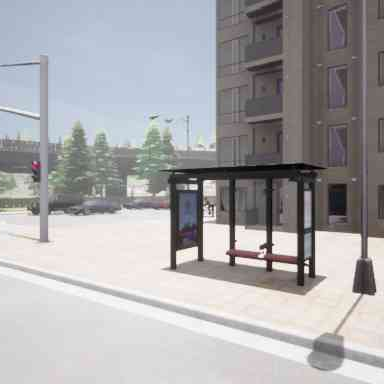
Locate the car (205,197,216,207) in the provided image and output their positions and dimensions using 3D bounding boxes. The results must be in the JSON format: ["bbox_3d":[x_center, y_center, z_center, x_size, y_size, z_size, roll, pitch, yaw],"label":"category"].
[{"bbox_3d":[4.278,1.294,50.157,4.553,1.767,2.097,1,0,-26],"label":"car"}]

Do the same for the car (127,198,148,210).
[{"bbox_3d":[-6.229,1.485,41.863,2.033,1.411,5.357,0,0,40],"label":"car"}]

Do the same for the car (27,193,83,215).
[{"bbox_3d":[-13.250,1.159,32.941,2.150,2.045,5.566,0,0,37],"label":"car"}]

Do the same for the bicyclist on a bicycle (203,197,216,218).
[{"bbox_3d":[1.295,1.242,26.646,1.656,1.620,0.582,0,0,36],"label":"bicyclist on a bicycle"}]

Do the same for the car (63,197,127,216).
[{"bbox_3d":[-9.318,1.485,32.392,2.033,1.411,5.357,0,0,37],"label":"car"}]

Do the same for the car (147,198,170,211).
[{"bbox_3d":[-2.683,1.539,40.540,1.895,1.301,4.718,0,0,44],"label":"car"}]
